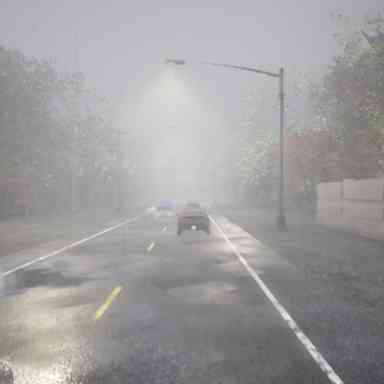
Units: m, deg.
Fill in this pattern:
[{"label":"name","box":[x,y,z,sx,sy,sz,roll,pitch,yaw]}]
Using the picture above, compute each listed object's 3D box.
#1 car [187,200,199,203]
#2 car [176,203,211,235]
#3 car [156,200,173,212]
[{"label":"car","box":[0.101,1.781,40.210,1.837,1.490,4.892,0,0,0]},{"label":"car","box":[0.094,1.655,20.102,1.837,1.490,4.892,0,0,0]},{"label":"car","box":[-3.585,1.757,43.729,1.882,1.535,5.008,0,0,0]}]
